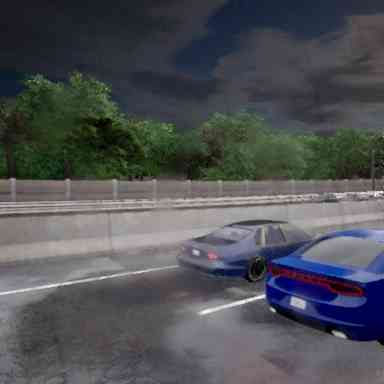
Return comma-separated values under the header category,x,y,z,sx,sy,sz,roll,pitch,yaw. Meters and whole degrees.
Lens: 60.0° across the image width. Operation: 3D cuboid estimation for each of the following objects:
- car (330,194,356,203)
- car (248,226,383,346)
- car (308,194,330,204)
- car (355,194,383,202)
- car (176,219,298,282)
category,x,y,z,sx,sy,sz,roll,pitch,yaw
car,18.364,1.009,37.806,4.902,1.511,2.128,-2,1,-33
car,3.583,1.446,6.278,5.008,1.535,1.882,-1,0,-35
car,16.234,1.025,40.592,4.892,1.490,1.837,-2,1,-33
car,19.679,1.085,34.489,5.357,1.411,2.033,-2,1,-34
car,2.163,1.511,9.555,5.357,1.411,2.033,-1,0,-35
